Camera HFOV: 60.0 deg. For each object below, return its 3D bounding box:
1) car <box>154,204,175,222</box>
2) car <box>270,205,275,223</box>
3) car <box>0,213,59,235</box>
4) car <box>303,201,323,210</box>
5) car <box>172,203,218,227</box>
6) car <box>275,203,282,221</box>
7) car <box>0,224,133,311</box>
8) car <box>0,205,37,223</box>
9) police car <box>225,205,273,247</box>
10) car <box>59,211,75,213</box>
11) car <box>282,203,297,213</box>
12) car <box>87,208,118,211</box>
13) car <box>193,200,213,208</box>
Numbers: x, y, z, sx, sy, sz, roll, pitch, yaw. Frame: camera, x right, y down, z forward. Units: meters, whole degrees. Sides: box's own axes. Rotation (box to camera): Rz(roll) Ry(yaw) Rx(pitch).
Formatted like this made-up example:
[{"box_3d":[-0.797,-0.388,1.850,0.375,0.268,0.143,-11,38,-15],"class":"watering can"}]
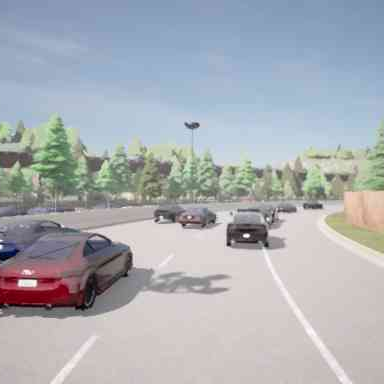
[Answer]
[{"box_3d":[-1.738,1.863,29.526,1.837,1.490,4.892,0,-1,18],"class":"car"},{"box_3d":[4.872,1.814,24.618,1.837,1.490,4.892,0,-1,17],"class":"car"},{"box_3d":[-5.807,1.708,12.412,1.994,1.385,4.181,0,-1,8],"class":"car"},{"box_3d":[20.264,2.188,55.623,1.882,1.535,5.008,-1,-1,42],"class":"car"},{"box_3d":[0.551,1.860,25.458,2.033,1.411,5.357,0,-1,17],"class":"car"},{"box_3d":[6.546,1.850,29.553,1.882,1.535,5.008,0,-1,20],"class":"car"},{"box_3d":[-2.826,1.660,8.081,1.994,1.385,4.181,0,-1,5],"class":"car"},{"box_3d":[-16.406,1.907,30.129,1.994,1.385,4.181,0,-1,17],"class":"car"},{"box_3d":[2.764,1.630,16.311,1.930,1.638,5.238,0,-1,11],"class":"police car"},{"box_3d":[-12.744,1.701,30.121,2.097,1.767,4.553,0,-1,18],"class":"car"},{"box_3d":[12.780,2.137,45.270,1.994,1.385,4.181,0,-1,35],"class":"car"},{"box_3d":[-8.474,1.870,32.030,2.128,1.511,4.902,0,-1,19],"class":"car"},{"box_3d":[2.182,2.371,66.336,1.994,1.385,4.181,0,-1,37],"class":"car"}]
